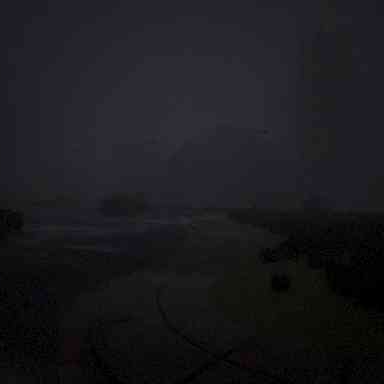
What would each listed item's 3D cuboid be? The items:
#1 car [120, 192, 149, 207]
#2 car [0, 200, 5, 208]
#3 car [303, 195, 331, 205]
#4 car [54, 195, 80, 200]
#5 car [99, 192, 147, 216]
[{"bbox_3d":[-7.987,0.992,46.316,1.905,1.878,3.866,0,1,31],"label":"car"},{"bbox_3d":[-25.439,1.311,41.133,1.784,1.438,3.905,0,1,31],"label":"car"},{"bbox_3d":[12.761,1.168,33.849,2.242,1.667,4.611,0,1,31],"label":"car"},{"bbox_3d":[-19.836,1.185,52.775,1.816,1.474,4.193,0,1,31],"label":"car"},{"bbox_3d":[-6.080,1.107,29.707,1.932,1.855,4.605,0,1,31],"label":"car"}]
